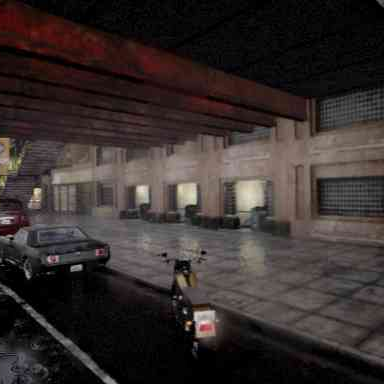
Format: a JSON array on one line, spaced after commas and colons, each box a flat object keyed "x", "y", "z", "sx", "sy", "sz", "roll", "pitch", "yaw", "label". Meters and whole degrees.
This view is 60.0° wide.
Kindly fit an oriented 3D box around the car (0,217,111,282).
[{"x": -4.382, "y": 1.640, "z": 9.999, "sx": 1.895, "sy": 1.301, "sz": 4.718, "roll": -1, "pitch": 0, "yaw": -42, "label": "car"}]

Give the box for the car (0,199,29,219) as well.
[{"x": -9.332, "y": 1.336, "z": 15.499, "sx": 2.435, "sy": 2.045, "sz": 5.566, "roll": -1, "pitch": 0, "yaw": -42, "label": "car"}]
